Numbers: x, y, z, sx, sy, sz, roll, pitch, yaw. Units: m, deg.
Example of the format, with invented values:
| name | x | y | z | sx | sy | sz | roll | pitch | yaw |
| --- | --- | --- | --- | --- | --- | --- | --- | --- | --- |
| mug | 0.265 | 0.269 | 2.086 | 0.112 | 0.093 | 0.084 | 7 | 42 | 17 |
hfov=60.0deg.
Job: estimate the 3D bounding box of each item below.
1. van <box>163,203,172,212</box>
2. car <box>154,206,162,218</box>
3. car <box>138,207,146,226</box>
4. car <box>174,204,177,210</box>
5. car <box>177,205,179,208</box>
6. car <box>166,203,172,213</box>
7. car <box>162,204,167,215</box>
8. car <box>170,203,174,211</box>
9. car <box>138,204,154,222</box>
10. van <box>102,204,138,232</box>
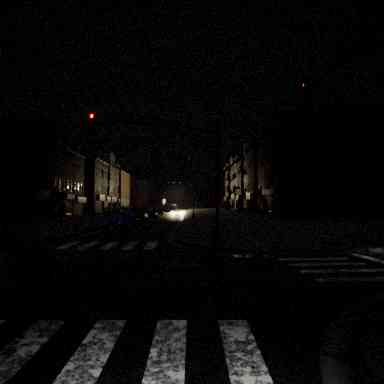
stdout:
| name | x | y | z | sx | sy | sz | roll | pitch | yaw |
| --- | --- | --- | --- | --- | --- | --- | --- | --- | --- |
| van | -5.517 | 3.501 | 75.019 | 1.690 | 1.788 | 3.998 | 1 | -2 | 0 |
| car | -5.442 | 2.666 | 43.287 | 1.887 | 1.381 | 4.507 | 2 | -2 | 0 |
| car | -5.404 | 2.211 | 27.728 | 2.008 | 1.369 | 4.403 | 2 | -2 | 0 |
| car | -5.548 | 4.086 | 85.586 | 2.008 | 1.369 | 4.403 | 1 | -2 | 0 |
| car | -5.556 | 4.041 | 90.880 | 2.192 | 1.841 | 5.009 | 1 | -2 | 0 |
| car | -5.495 | 3.344 | 64.438 | 1.887 | 1.381 | 4.507 | 1 | -2 | 0 |
| car | -5.470 | 3.035 | 53.862 | 1.802 | 1.307 | 4.206 | 2 | -2 | 0 |
| car | -5.506 | 3.419 | 69.728 | 1.967 | 1.590 | 4.097 | 1 | -2 | 0 |
| car | -5.409 | 2.120 | 32.718 | 2.192 | 1.841 | 5.009 | 2 | -2 | 0 |
| van | -5.390 | 1.905 | 24.415 | 1.690 | 1.788 | 3.998 | 2 | -2 | 0 |
